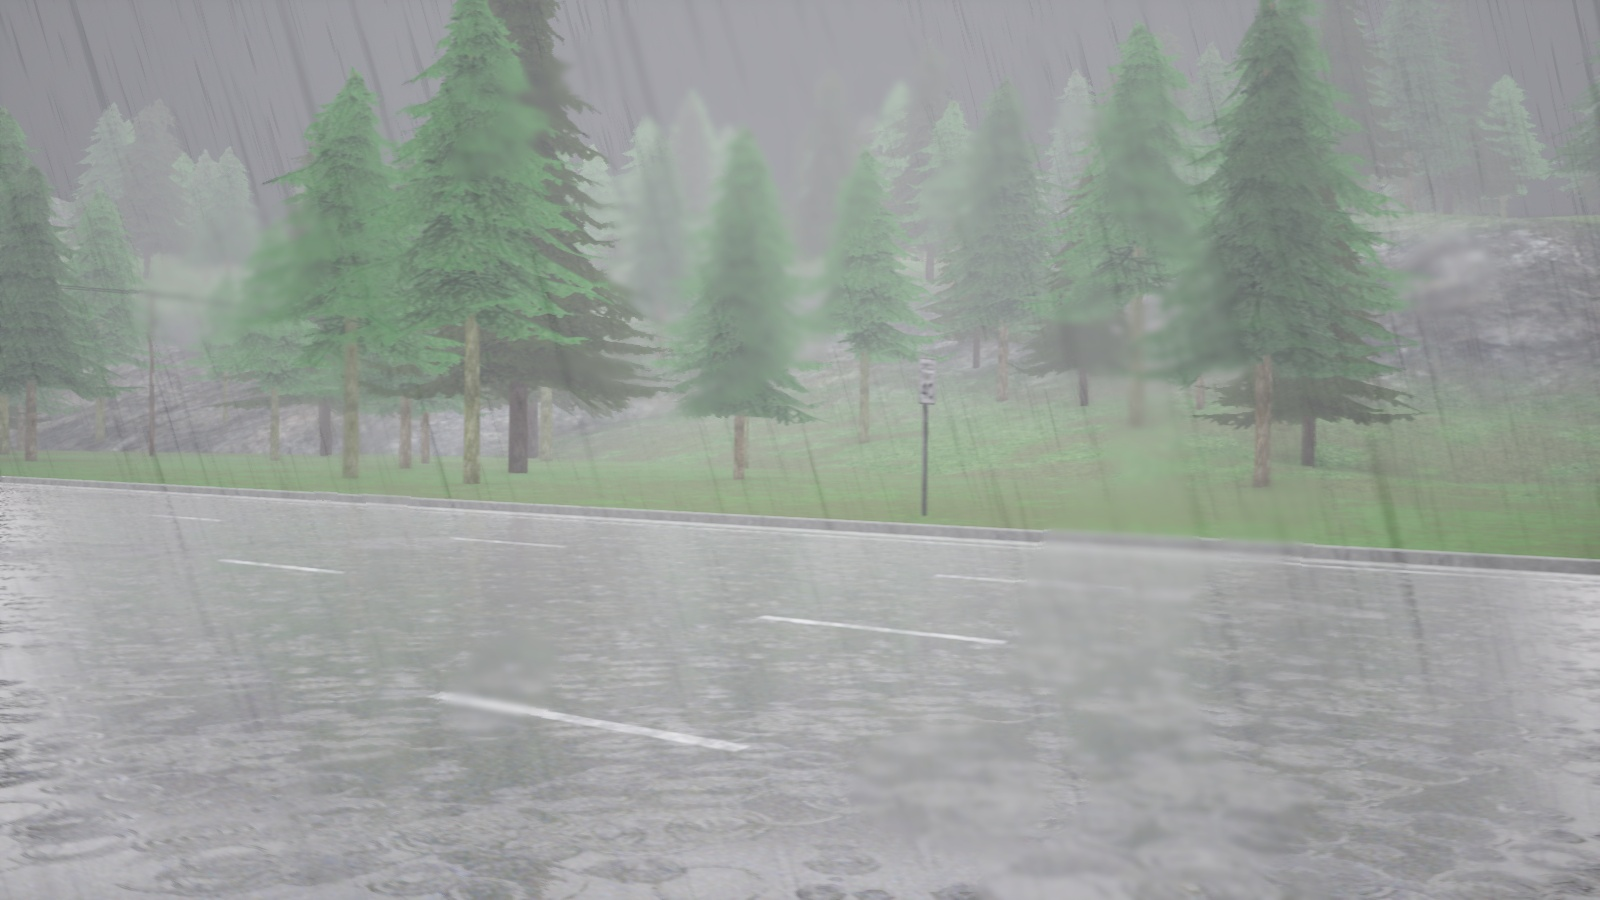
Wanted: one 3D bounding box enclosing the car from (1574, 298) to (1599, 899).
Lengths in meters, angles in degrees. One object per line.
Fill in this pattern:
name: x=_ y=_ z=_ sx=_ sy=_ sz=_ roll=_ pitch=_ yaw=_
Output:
car: x=3.283 y=0.579 z=1.469 sx=3.988 sy=1.617 sz=1.851 roll=0 pitch=1 yaw=34
